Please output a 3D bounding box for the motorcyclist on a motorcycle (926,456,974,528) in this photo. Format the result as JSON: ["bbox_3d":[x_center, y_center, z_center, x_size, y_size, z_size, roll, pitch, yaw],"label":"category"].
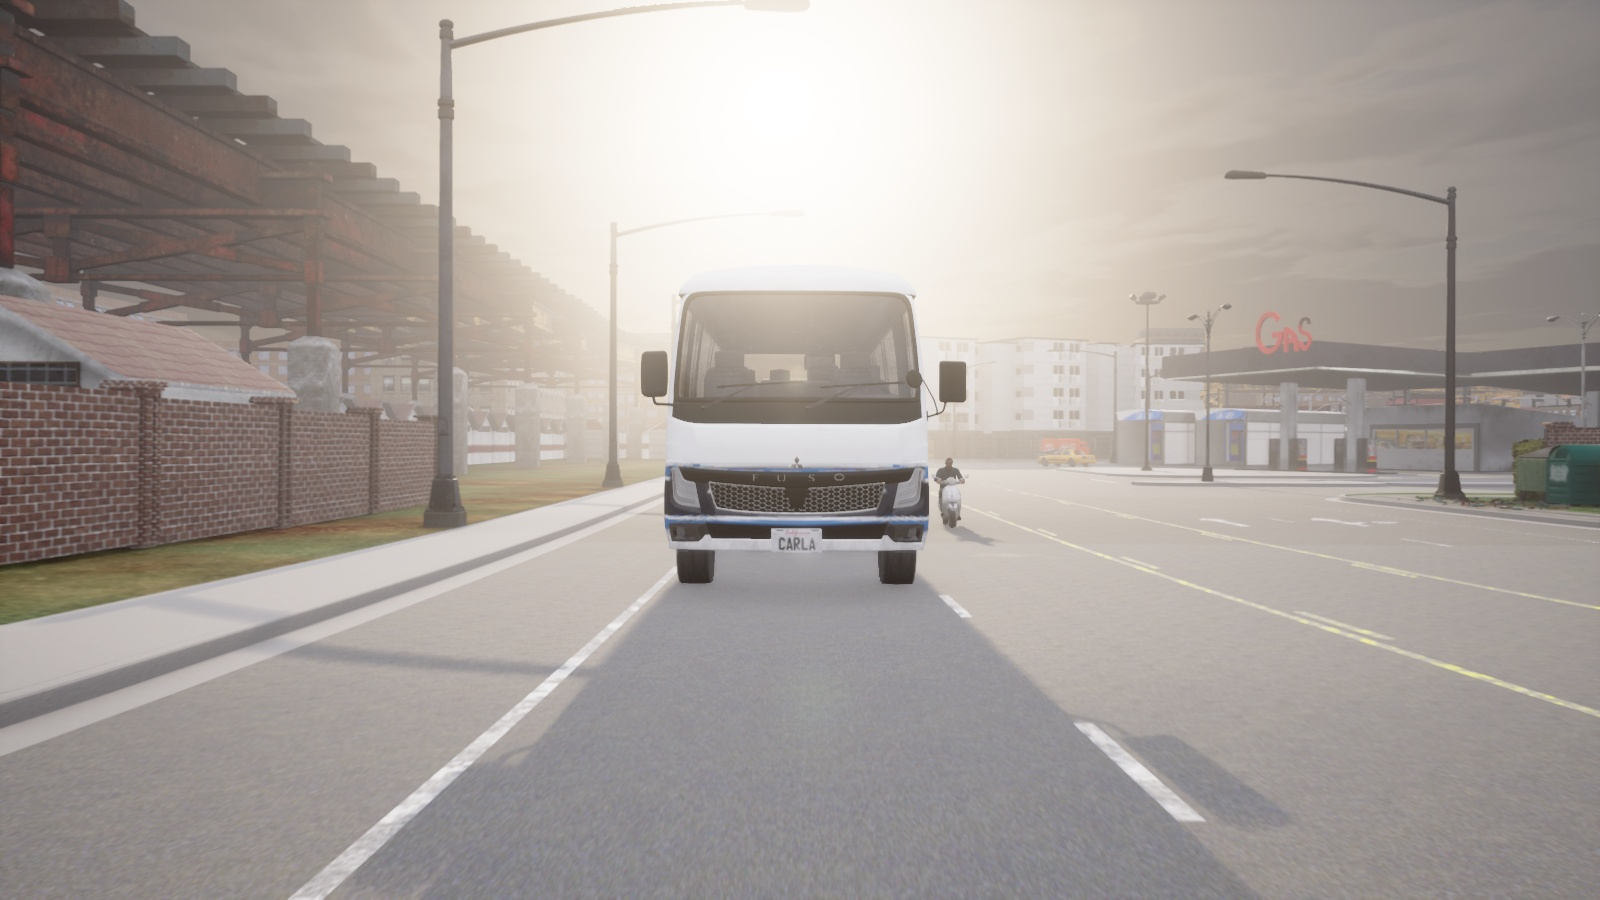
[{"bbox_3d":[3.434,0.943,28.885,0.866,1.590,1.817,0,0,0],"label":"motorcyclist on a motorcycle"}]

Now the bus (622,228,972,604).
[{"bbox_3d":[-0.049,-0.369,19.365,3.944,4.253,10.273,0,0,0],"label":"bus"}]
